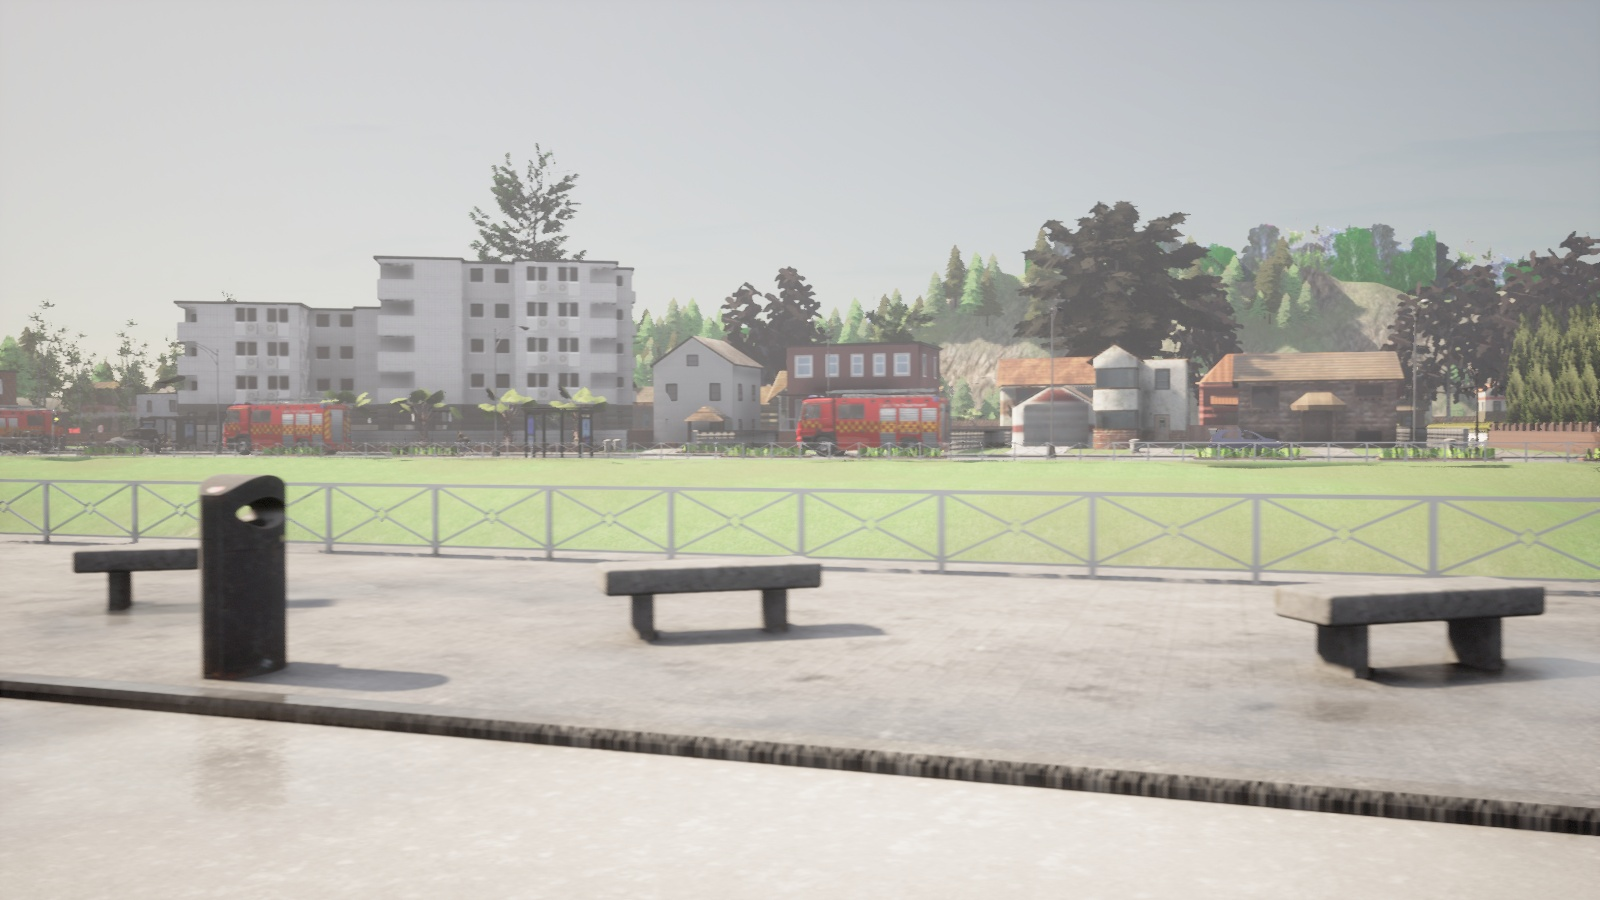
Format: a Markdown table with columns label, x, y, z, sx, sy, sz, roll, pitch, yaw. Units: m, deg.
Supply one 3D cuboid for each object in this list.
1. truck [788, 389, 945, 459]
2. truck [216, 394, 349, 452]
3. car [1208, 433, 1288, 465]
| label | x | y | z | sx | sy | sz | roll | pitch | yaw |
| --- | --- | --- | --- | --- | --- | --- | --- | --- | --- |
| truck | 3.793 | -1.473 | 71.737 | 8.468 | 3.827 | 2.891 | 1 | 1 | 19 |
| truck | -34.933 | -1.827 | 84.775 | 8.468 | 3.827 | 2.891 | 1 | 1 | 19 |
| car | 21.877 | -0.061 | 61.446 | 3.633 | 1.501 | 1.845 | 1 | 1 | 19 |
